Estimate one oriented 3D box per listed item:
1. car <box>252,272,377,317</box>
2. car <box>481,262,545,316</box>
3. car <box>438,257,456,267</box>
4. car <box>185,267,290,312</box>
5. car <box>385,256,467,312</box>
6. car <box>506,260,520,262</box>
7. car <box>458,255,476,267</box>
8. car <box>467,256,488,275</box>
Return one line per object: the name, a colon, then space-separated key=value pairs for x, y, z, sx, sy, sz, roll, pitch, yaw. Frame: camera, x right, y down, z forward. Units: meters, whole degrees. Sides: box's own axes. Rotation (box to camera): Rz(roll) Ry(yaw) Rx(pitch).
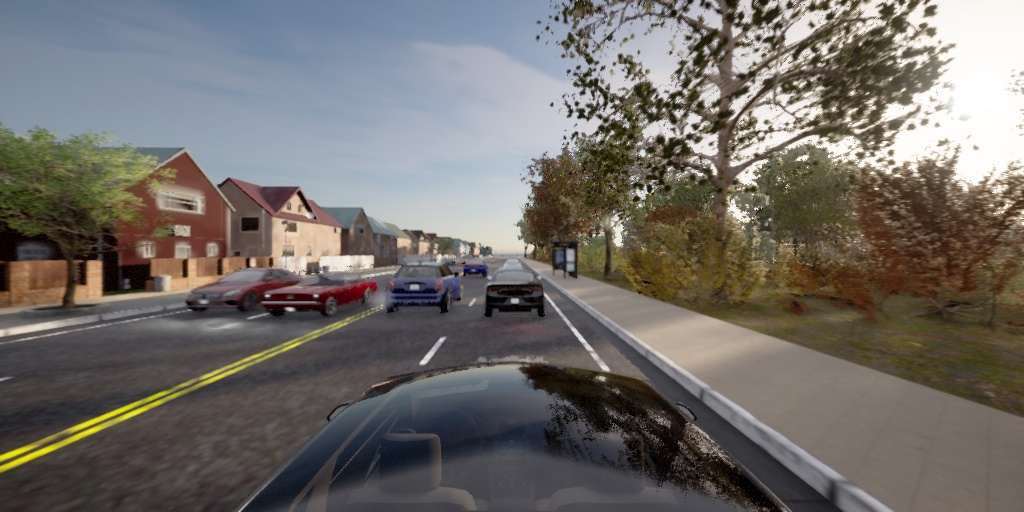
car: x=-6.600 y=1.266 z=12.882 sx=1.895 sy=1.301 sz=4.718 roll=0 pitch=0 yaw=0
car: x=0.095 y=1.141 z=13.019 sx=1.882 sy=1.535 sz=5.008 roll=0 pitch=1 yaw=0
car: x=-9.810 y=0.928 z=54.690 sx=1.994 sy=1.385 sz=4.181 roll=0 pitch=0 yaw=0
car: x=-9.848 y=1.184 z=13.788 sx=1.812 sy=1.442 sz=4.674 roll=0 pitch=0 yaw=0
car: x=-3.151 y=1.010 z=13.727 sx=2.097 sy=1.767 sz=4.553 roll=0 pitch=0 yaw=0
car: x=0.101 y=1.053 z=31.284 sx=1.812 sy=1.442 sz=4.674 roll=0 pitch=0 yaw=0
car: x=-6.565 y=0.726 z=53.273 sx=2.097 sy=1.767 sz=4.553 roll=0 pitch=0 yaw=0
car: x=-3.150 y=1.001 z=31.878 sx=1.882 sy=1.535 sz=5.008 roll=0 pitch=0 yaw=0
